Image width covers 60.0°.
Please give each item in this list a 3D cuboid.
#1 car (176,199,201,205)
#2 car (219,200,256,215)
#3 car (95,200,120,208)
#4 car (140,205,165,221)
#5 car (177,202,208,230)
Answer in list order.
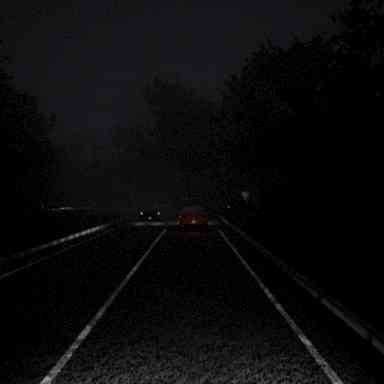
[{"bbox_3d":[-0.594,2.230,69.508,5.357,1.411,2.033,0,-1,-1],"label":"car"},{"bbox_3d":[5.399,1.737,38.849,4.553,1.767,2.097,1,-1,-34],"label":"car"},{"bbox_3d":[-15.619,2.209,61.171,1.895,1.301,4.718,0,-1,31],"label":"car"},{"bbox_3d":[-3.509,1.901,30.096,1.895,1.301,4.718,0,-1,0],"label":"car"},{"bbox_3d":[0.098,1.708,23.053,1.882,1.535,5.008,0,-1,0],"label":"car"}]
